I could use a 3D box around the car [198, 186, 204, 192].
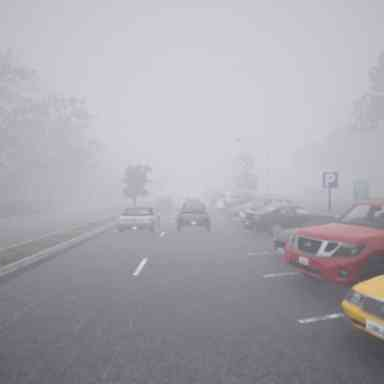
[{"bbox_3d":[5.001,0.178,80.203,5.566,2.045,2.435,0,1,-20],"label":"car"}]

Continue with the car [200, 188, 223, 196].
[{"bbox_3d":[5.048,0.059,86.198,5.566,2.045,2.435,0,1,-20],"label":"car"}]

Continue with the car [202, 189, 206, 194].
[{"bbox_3d":[5.006,0.753,65.277,4.792,1.488,2.163,0,1,-20],"label":"car"}]

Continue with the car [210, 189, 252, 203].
[{"bbox_3d":[5.079,1.048,32.275,5.566,2.045,2.435,1,1,-20],"label":"car"}]

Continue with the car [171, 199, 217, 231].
[{"bbox_3d":[0.087,1.397,19.855,2.128,1.511,4.902,0,0,0],"label":"car"}]

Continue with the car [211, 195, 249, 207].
[{"bbox_3d":[5.048,1.169,44.279,4.674,1.452,2.002,0,1,-20],"label":"car"}]

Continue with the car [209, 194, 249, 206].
[{"bbox_3d":[5.214,1.074,47.351,5.366,1.575,1.946,0,1,-20],"label":"car"}]

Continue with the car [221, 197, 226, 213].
[{"bbox_3d":[5.057,1.397,26.255,4.674,1.452,2.002,1,1,-20],"label":"car"}]

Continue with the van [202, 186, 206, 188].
[{"bbox_3d":[5.137,0.321,74.297,4.442,1.987,1.878,0,1,-20],"label":"van"}]

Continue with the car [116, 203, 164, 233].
[{"bbox_3d":[-2.912,1.511,19.080,1.895,1.301,4.718,0,0,0],"label":"car"}]

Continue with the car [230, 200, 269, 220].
[{"bbox_3d":[5.060,1.430,20.255,4.674,1.452,2.002,1,1,-20],"label":"car"}]

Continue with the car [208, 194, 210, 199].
[{"bbox_3d":[4.877,1.260,35.205,5.366,1.575,1.946,1,1,-20],"label":"car"}]

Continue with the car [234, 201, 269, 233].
[{"bbox_3d":[5.052,1.404,17.254,5.008,1.535,2.097,1,0,-20],"label":"car"}]

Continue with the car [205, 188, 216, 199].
[{"bbox_3d":[5.023,0.931,41.255,5.566,2.045,2.435,0,1,-20],"label":"car"}]

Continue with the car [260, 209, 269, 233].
[{"bbox_3d":[5.037,1.455,11.238,4.792,1.488,2.163,1,0,-20],"label":"car"}]

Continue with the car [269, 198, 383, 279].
[{"bbox_3d":[5.044,1.188,8.233,5.566,2.045,2.435,1,1,-20],"label":"car"}]

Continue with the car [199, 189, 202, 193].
[{"bbox_3d":[5.018,0.489,77.240,4.892,1.521,2.231,0,1,-20],"label":"car"}]

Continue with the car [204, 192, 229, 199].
[{"bbox_3d":[5.025,0.704,68.296,4.674,1.452,2.002,0,1,-20],"label":"car"}]

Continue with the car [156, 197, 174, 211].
[{"bbox_3d":[-2.922,1.253,36.370,2.128,1.511,4.902,0,1,0],"label":"car"}]

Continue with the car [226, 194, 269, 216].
[{"bbox_3d":[5.088,1.248,23.264,4.553,1.767,2.185,1,1,-20],"label":"car"}]

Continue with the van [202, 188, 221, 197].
[{"bbox_3d":[4.915,0.144,83.156,4.442,1.987,1.878,0,1,-20],"label":"van"}]

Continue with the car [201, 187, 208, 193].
[{"bbox_3d":[5.000,0.480,71.264,4.553,1.767,2.185,0,1,-20],"label":"car"}]

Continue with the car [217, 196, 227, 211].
[{"bbox_3d":[5.078,1.358,29.279,4.792,1.488,2.163,1,0,-20],"label":"car"}]

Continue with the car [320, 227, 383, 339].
[{"bbox_3d":[4.892,1.448,5.182,5.366,1.575,1.946,1,1,-20],"label":"car"}]

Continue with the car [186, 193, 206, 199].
[{"bbox_3d":[0.078,1.253,36.378,2.128,1.511,4.902,0,1,0],"label":"car"}]
